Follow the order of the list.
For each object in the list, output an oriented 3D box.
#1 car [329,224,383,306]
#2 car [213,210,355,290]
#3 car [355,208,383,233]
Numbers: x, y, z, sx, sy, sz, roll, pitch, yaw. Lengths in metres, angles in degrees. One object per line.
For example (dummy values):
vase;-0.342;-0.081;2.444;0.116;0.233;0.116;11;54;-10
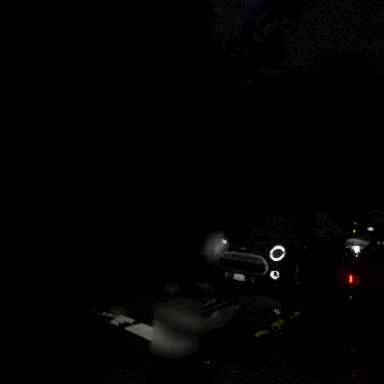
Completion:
car;4.855;1.560;7.126;1.895;1.301;4.718;-1;0;43
car;2.613;1.358;9.296;2.097;1.767;4.553;-1;0;43
car;9.580;1.512;16.743;1.994;1.385;4.181;-1;0;43
